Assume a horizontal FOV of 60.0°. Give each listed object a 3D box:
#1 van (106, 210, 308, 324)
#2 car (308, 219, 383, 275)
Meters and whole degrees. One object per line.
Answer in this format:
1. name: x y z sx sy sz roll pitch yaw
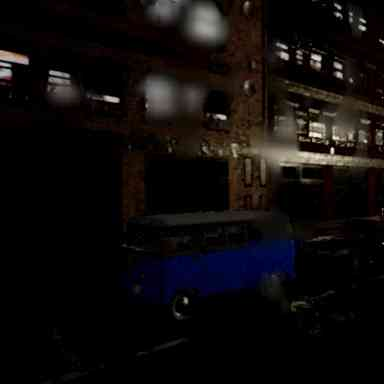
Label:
1. van: 0.361 1.311 6.822 3.998 1.788 1.690 -1 0 -36
2. car: 4.999 1.512 10.132 4.206 1.307 1.802 0 0 -36
